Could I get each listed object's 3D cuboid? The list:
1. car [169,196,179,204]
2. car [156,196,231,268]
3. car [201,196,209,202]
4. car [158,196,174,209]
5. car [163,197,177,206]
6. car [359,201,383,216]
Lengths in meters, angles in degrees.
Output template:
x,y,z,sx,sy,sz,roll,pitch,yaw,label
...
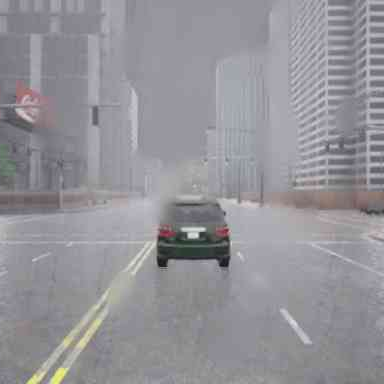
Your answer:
x,y,z,sx,sy,sz,roll,pitch,yaw,label
-3.670,1.651,68.103,1.837,1.490,4.892,0,0,0,car
0.053,1.248,11.547,2.150,2.045,5.566,0,0,0,car
3.284,1.686,86.486,1.837,1.490,4.892,0,0,0,car
-3.711,1.457,48.176,2.097,1.767,4.553,0,0,0,car
-3.709,1.673,57.798,2.033,1.411,5.357,0,0,0,car
19.690,1.615,33.142,5.357,1.411,2.033,0,0,0,car
